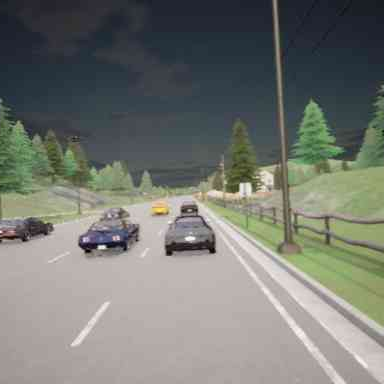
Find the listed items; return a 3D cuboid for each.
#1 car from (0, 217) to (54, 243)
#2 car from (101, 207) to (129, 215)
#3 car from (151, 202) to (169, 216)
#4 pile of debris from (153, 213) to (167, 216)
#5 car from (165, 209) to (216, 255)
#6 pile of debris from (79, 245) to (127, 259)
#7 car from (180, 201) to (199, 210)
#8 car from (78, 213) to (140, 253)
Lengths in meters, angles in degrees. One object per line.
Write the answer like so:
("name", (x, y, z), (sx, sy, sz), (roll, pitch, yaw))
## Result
("car", (-10.626, 2.286, 20.946), (2.033, 1.411, 5.357), (-3, 0, -1))
("car", (-7.224, 2.174, 31.497), (2.033, 1.411, 5.357), (-3, 0, -1))
("car", (-3.814, 1.980, 40.489), (1.882, 1.535, 5.008), (-3, 0, -1))
("pile of debris", (-3.868, 2.677, 39.823), (1.500, 0.140, 1.860), (-3, 0, -1))
("car", (-0.082, 1.670, 14.031), (1.994, 1.385, 4.181), (-3, 0, -1))
("pile of debris", (-3.641, 2.478, 13.825), (1.500, 0.140, 1.860), (-3, 0, -1))
("car", (-0.285, 1.758, 36.671), (1.882, 1.535, 5.008), (-3, 0, -1))
("car", (-3.593, 1.909, 15.368), (1.895, 1.301, 4.718), (-3, 0, -1))
